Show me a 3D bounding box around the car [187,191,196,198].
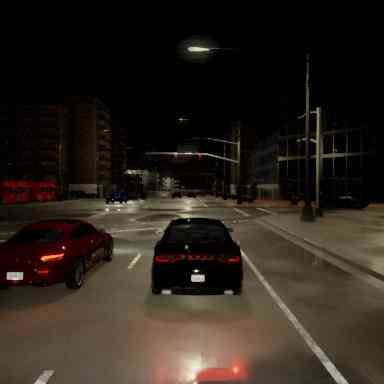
[{"bbox_3d":[-0.102,0.602,86.905,2.097,1.767,4.553,0,0,0],"label":"car"}]

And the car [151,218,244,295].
[{"bbox_3d":[0.097,1.390,8.545,1.882,1.535,5.008,0,1,0],"label":"car"}]

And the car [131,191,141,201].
[{"bbox_3d":[-10.616,0.941,57.333,1.895,1.301,4.718,0,0,0],"label":"car"}]

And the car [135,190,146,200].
[{"bbox_3d":[-10.588,0.530,67.543,2.150,2.045,5.566,0,0,0],"label":"car"}]

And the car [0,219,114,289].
[{"bbox_3d":[-3.412,1.433,8.744,1.812,1.442,4.674,0,1,0],"label":"car"}]

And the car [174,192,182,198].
[{"bbox_3d":[-3.600,0.681,85.683,1.837,1.490,4.892,0,0,0],"label":"car"}]

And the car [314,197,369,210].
[{"bbox_3d":[14.731,1.125,33.019,4.718,1.301,1.895,0,1,0],"label":"car"}]

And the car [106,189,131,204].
[{"bbox_3d":[-10.625,0.617,47.258,2.150,2.045,5.566,0,0,0],"label":"car"}]

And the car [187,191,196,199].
[{"bbox_3d":[-0.084,0.756,76.680,1.882,1.535,5.008,0,0,0],"label":"car"}]

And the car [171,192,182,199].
[{"bbox_3d":[-3.588,0.804,75.681,1.812,1.442,4.674,0,0,0],"label":"car"}]
